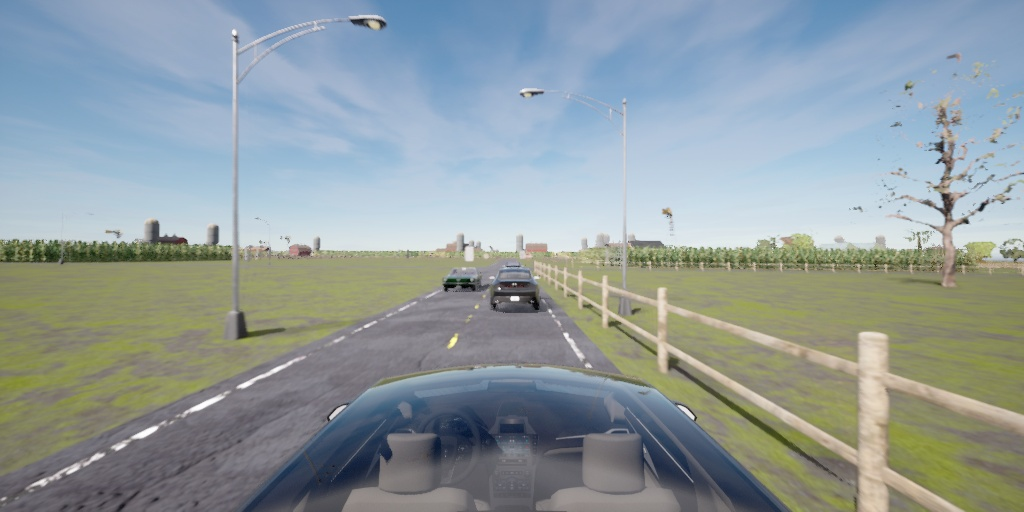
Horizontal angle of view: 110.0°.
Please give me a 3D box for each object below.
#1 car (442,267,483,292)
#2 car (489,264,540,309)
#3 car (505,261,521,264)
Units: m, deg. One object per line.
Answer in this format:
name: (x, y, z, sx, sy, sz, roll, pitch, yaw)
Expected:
car: (-2.852, 1.340, 21.271, 1.895, 1.301, 4.718, 0, 0, 0)
car: (0.099, 1.248, 14.914, 1.837, 1.490, 4.892, 0, 0, 0)
car: (0.093, 1.220, 31.859, 2.128, 1.511, 4.902, 0, 0, 0)
